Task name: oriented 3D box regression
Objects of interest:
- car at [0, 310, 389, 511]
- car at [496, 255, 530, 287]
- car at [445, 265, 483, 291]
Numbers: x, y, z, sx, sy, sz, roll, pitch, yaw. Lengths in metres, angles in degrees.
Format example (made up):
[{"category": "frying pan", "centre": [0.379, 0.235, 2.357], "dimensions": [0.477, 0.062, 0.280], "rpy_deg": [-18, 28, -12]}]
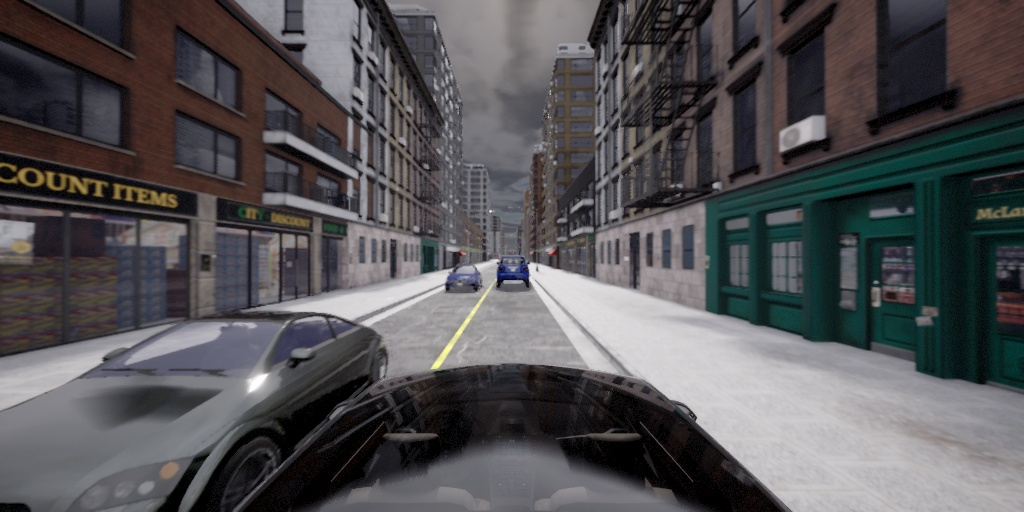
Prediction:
[{"category": "car", "centre": [-2.846, 1.314, 3.773], "dimensions": [1.994, 1.385, 4.181], "rpy_deg": [0, 0, -1]}, {"category": "car", "centre": [0.094, 0.972, 25.017], "dimensions": [2.150, 2.045, 5.566], "rpy_deg": [0, 0, 1]}, {"category": "car", "centre": [-2.819, 1.276, 21.762], "dimensions": [1.812, 1.442, 4.674], "rpy_deg": [0, 0, 0]}]
